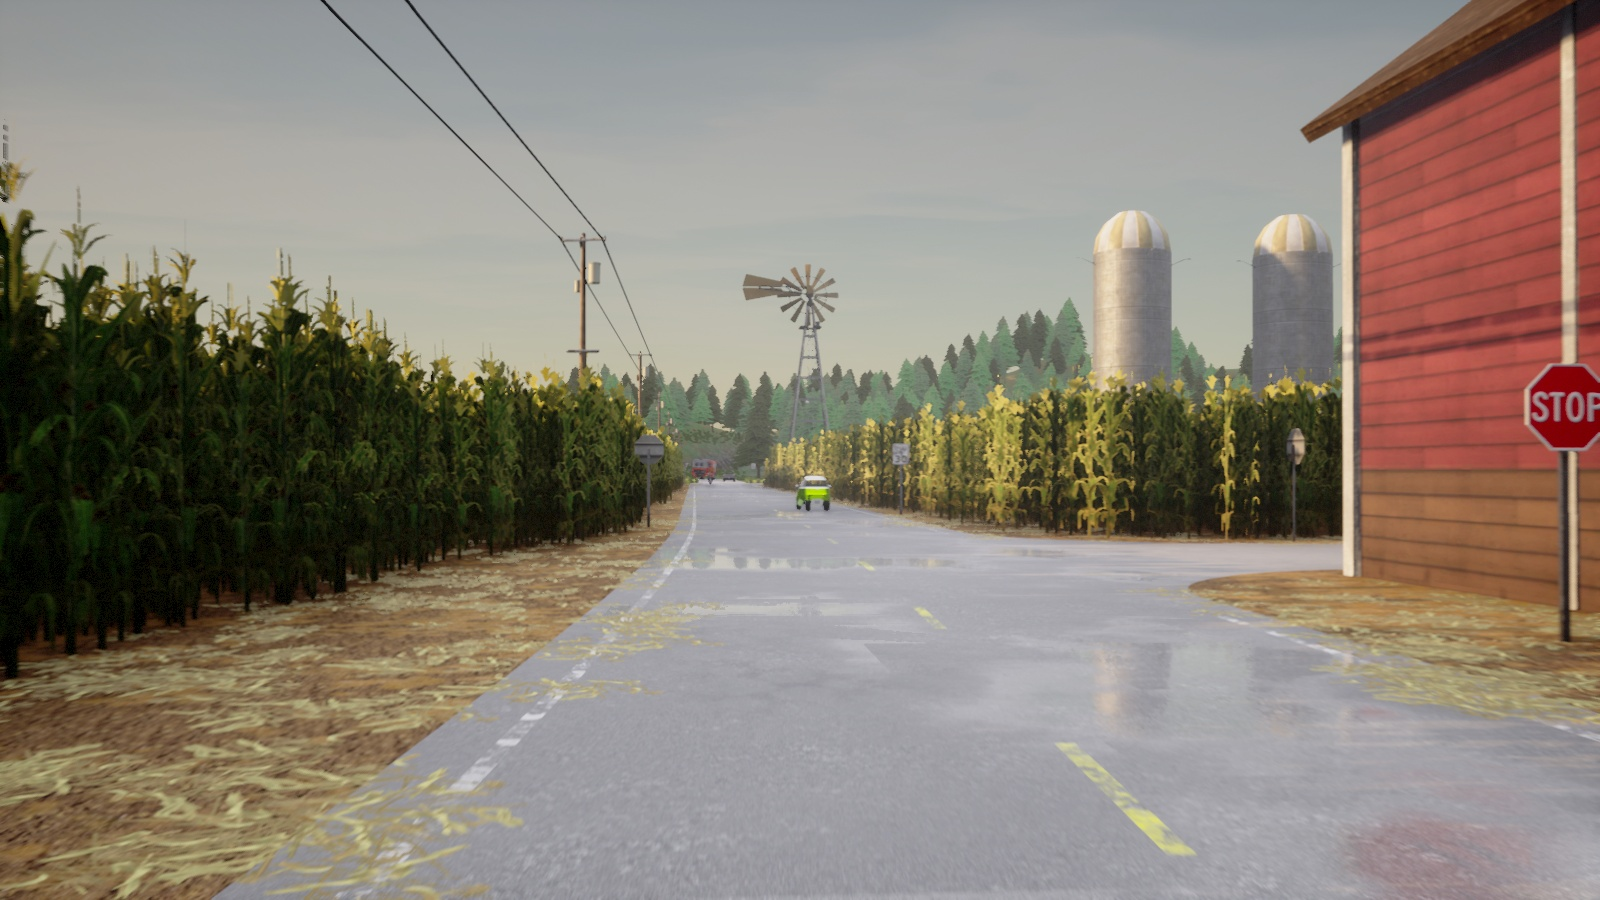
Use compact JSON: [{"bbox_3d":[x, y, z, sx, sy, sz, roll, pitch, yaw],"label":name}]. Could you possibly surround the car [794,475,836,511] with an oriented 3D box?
[{"bbox_3d":[0.585,1.713,50.512,1.481,1.376,2.207,0,-1,-5],"label":"car"}]
